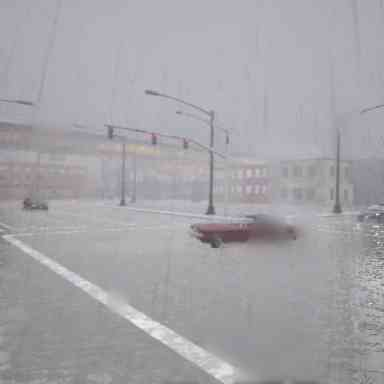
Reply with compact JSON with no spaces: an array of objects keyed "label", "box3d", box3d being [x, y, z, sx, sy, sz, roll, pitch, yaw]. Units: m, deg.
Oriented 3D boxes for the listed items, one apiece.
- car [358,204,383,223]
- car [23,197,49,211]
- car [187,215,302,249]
[{"label":"car","box3d":[16.076,1.777,28.480,4.674,1.442,1.812,0,0,-37]},{"label":"car","box3d":[-17.019,1.289,36.184,1.837,1.490,4.892,1,0,-38]},{"label":"car","box3d":[2.230,1.654,14.502,4.718,1.301,1.895,1,0,-16]}]
